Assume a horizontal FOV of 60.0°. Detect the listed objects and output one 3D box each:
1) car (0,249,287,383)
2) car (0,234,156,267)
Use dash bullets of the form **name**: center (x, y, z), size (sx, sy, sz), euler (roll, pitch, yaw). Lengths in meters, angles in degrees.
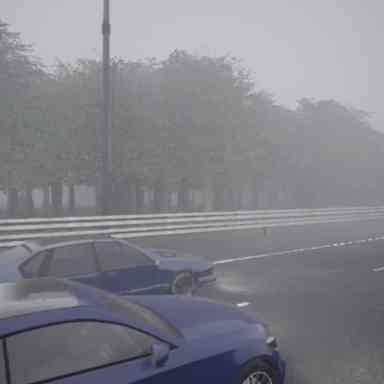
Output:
- **car**: center (-1.204, 1.531, 2.889), size (4.674, 1.442, 1.812), euler (0, 0, -35)
- **car**: center (-2.026, 1.566, 6.601), size (5.357, 1.411, 2.033), euler (1, 0, -35)
